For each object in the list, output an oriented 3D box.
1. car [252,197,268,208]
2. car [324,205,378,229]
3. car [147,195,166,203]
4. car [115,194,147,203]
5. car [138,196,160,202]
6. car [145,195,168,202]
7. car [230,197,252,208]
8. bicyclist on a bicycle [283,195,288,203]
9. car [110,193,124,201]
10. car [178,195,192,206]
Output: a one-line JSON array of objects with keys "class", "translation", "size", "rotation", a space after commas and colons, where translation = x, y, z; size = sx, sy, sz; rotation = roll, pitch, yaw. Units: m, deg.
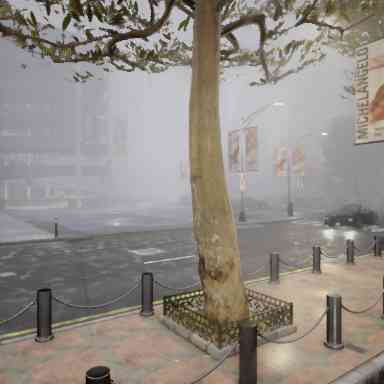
[{"class": "car", "translation": [8.972, 1.478, 49.531], "size": [1.882, 1.535, 5.008], "rotation": [0, 0, -37]}, {"class": "car", "translation": [10.632, 1.547, 21.908], "size": [2.033, 1.411, 5.357], "rotation": [0, 0, 44]}, {"class": "car", "translation": [-8.081, 1.525, 69.259], "size": [4.902, 1.511, 2.128], "rotation": [0, 0, 37]}, {"class": "car", "translation": [-12.422, 1.547, 67.766], "size": [5.357, 1.411, 2.033], "rotation": [0, 0, 30]}, {"class": "car", "translation": [-9.545, 1.524, 74.225], "size": [4.674, 1.442, 1.812], "rotation": [0, 0, 26]}, {"class": "car", "translation": [-8.332, 1.525, 77.525], "size": [4.902, 1.511, 2.128], "rotation": [0, 0, 26]}, {"class": "car", "translation": [5.665, 1.547, 48.140], "size": [2.033, 1.411, 5.357], "rotation": [0, 0, -36]}, {"class": "bicyclist on a bicycle", "translation": [17.569, 1.300, 62.357], "size": [1.656, 1.620, 0.582], "rotation": [0, 0, -36]}, {"class": "car", "translation": [-18.822, 1.545, 77.848], "size": [4.718, 1.301, 1.895], "rotation": [0, 0, 11]}, {"class": "car", "translation": [-0.477, 1.351, 56.416], "size": [2.097, 1.767, 4.553], "rotation": [0, 0, -38]}]
